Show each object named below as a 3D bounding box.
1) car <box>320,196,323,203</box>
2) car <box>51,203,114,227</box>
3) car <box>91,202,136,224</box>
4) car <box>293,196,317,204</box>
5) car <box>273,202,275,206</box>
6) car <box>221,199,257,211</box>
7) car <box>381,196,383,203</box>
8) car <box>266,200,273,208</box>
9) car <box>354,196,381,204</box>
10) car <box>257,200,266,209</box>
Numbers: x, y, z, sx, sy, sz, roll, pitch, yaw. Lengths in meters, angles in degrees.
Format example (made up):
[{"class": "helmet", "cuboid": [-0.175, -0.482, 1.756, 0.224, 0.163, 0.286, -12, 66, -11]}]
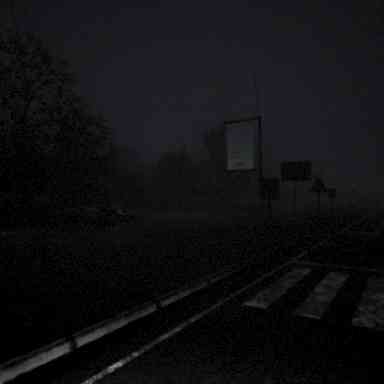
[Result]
[{"class": "car", "cuboid": [29.858, 2.214, 84.709, 5.008, 1.535, 2.097, -1, -1, 32]}, {"class": "car", "cuboid": [-8.376, 1.732, 24.579, 4.674, 1.452, 2.002, -1, -1, 32]}, {"class": "car", "cuboid": [-6.735, 1.587, 27.294, 4.553, 1.767, 2.185, -1, -1, 32]}, {"class": "car", "cuboid": [26.876, 2.155, 80.007, 5.008, 1.535, 2.097, -1, -1, 33]}, {"class": "car", "cuboid": [11.573, 1.990, 55.981, 4.674, 1.452, 2.002, -1, -1, 32]}, {"class": "car", "cuboid": [6.365, 1.922, 47.801, 4.674, 1.452, 2.002, -1, -1, 33]}, {"class": "car", "cuboid": [40.869, 1.852, 77.699, 5.566, 2.045, 2.435, -1, -1, 32]}, {"class": "car", "cuboid": [9.875, 1.928, 53.330, 5.008, 1.535, 2.097, -1, -1, 32]}, {"class": "car", "cuboid": [39.394, 2.073, 75.314, 4.892, 1.521, 2.231, -1, -1, 32]}, {"class": "car", "cuboid": [8.126, 1.906, 50.563, 4.892, 1.521, 2.231, -1, -1, 32]}]
